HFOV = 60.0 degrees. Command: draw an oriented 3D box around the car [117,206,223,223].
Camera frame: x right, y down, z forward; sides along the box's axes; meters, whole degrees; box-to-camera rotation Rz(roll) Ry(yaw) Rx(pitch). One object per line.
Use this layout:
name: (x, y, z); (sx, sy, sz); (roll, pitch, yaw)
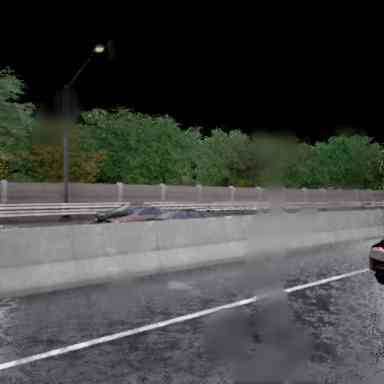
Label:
car: (-0.669, 1.557, 16.426); (5.357, 1.411, 2.033); (0, 0, -36)

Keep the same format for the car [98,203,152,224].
car: (-2.891, 1.573, 19.138); (4.181, 1.385, 1.994); (0, 0, -36)

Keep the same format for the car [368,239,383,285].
car: (6.295, 1.506, 8.252); (4.902, 1.511, 2.128); (0, 0, -36)

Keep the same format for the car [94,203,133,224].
car: (-4.069, 1.491, 22.599); (5.008, 1.535, 1.882); (0, 0, -36)
